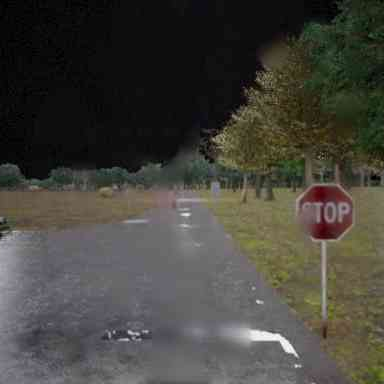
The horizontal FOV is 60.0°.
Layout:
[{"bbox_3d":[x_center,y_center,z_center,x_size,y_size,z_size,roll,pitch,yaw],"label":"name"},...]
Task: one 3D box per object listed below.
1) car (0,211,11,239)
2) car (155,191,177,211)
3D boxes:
[{"bbox_3d":[-10.010,1.189,13.473,4.553,1.767,2.097,1,-2,-13],"label":"car"},{"bbox_3d":[-2.786,0.973,36.562,2.150,2.045,5.566,0,1,0],"label":"car"}]
